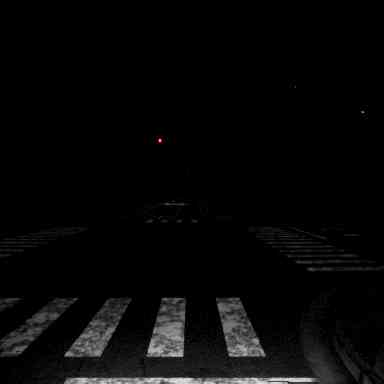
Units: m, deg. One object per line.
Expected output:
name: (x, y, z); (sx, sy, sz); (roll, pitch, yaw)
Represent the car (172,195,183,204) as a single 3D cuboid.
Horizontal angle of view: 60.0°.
car: (-2.932, 1.498, 69.321); (2.097, 1.767, 4.553); (0, 0, 0)
